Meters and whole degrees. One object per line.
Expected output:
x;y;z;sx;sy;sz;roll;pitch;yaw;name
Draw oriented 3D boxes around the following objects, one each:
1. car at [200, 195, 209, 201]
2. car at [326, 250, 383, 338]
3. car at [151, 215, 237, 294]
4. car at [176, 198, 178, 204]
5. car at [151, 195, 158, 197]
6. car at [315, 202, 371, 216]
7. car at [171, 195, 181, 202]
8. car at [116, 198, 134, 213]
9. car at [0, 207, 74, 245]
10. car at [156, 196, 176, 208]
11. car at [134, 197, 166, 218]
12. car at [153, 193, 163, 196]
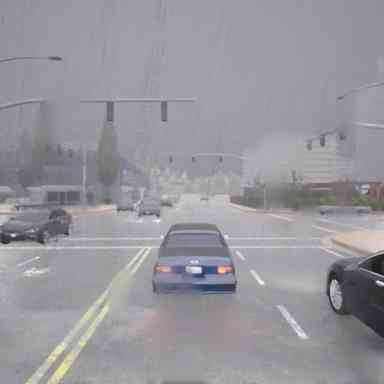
3.207;1.553;84.585;1.994;1.385;4.181;0;0;0;car
3.546;1.505;4.662;1.837;1.490;4.892;0;0;0;car
0.052;1.547;8.906;2.033;1.411;5.357;0;0;0;car
-3.774;1.492;63.436;2.128;1.511;4.902;0;0;0;car
-7.276;1.601;55.600;1.895;1.301;4.718;0;0;0;car
14.337;1.601;31.831;4.718;1.301;1.895;0;0;1;car
-3.773;1.537;78.789;1.994;1.385;4.181;0;0;0;car
-7.230;1.505;37.478;1.837;1.490;4.892;0;0;0;car
-7.155;1.505;15.731;1.837;1.490;4.892;0;0;0;car
-3.763;1.600;47.582;1.895;1.301;4.718;0;0;0;car
-3.705;1.505;30.053;1.837;1.490;4.892;0;0;0;car
-7.238;1.223;68.828;2.150;2.045;5.566;0;0;0;car
